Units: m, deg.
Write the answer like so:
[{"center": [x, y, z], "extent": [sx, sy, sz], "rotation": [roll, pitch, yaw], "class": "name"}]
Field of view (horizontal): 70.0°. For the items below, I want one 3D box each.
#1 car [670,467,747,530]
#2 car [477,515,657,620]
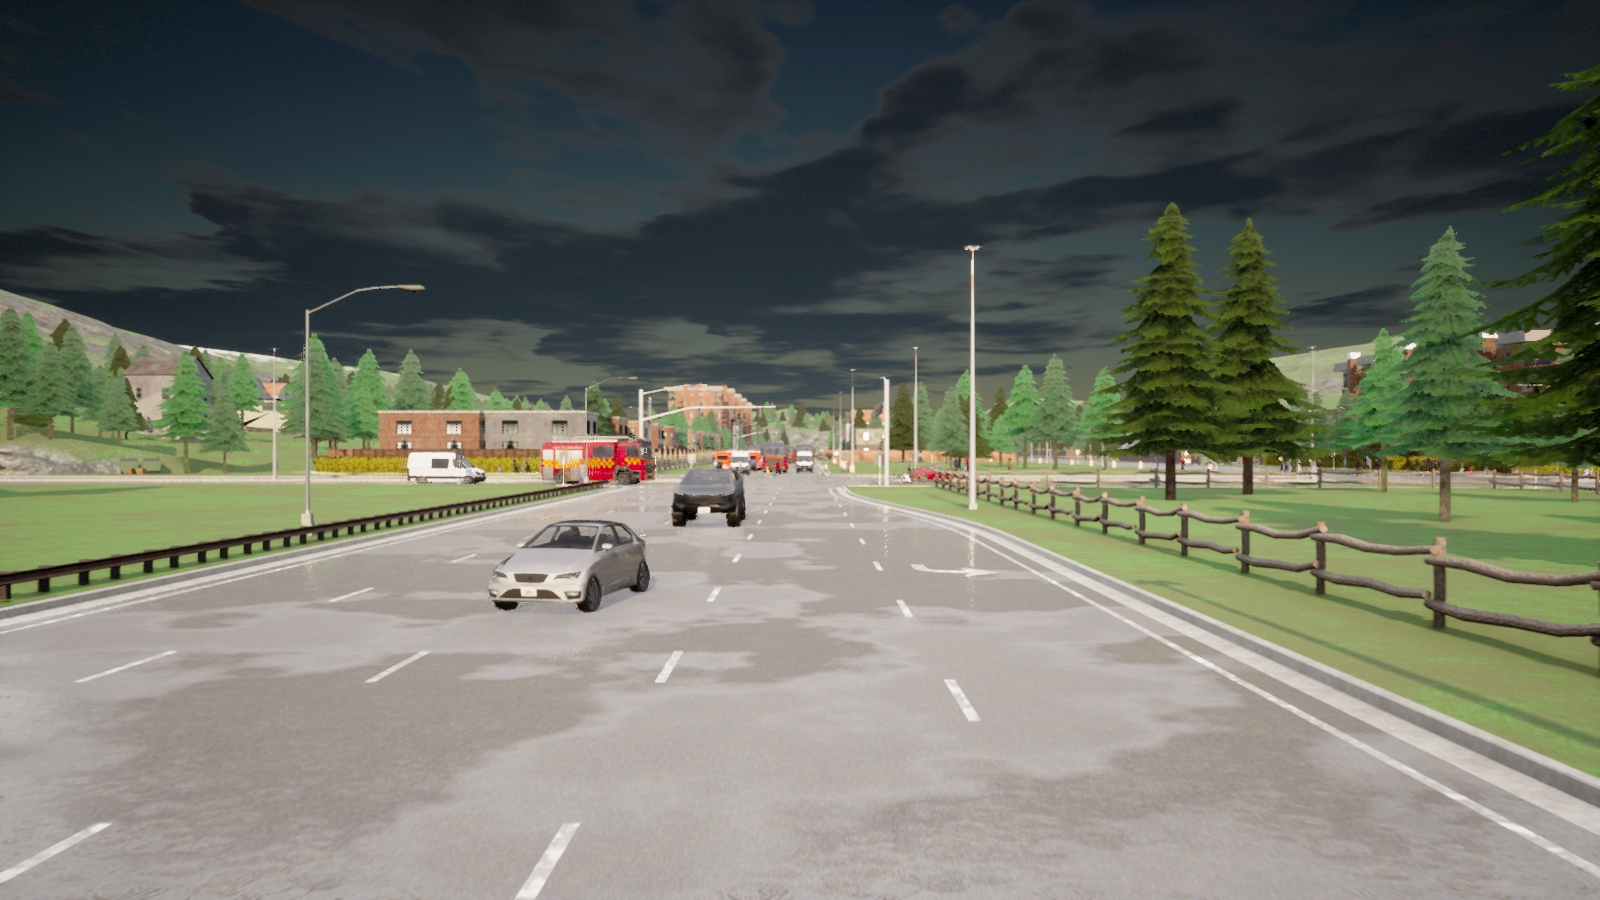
[{"center": [-3.323, 1.728, 42.804], "extent": [2.390, 2.098, 6.274], "rotation": [0, 0, 0], "class": "car"}, {"center": [-4.130, 2.052, 20.994], "extent": [1.816, 1.474, 4.193], "rotation": [0, 0, 10], "class": "car"}]
